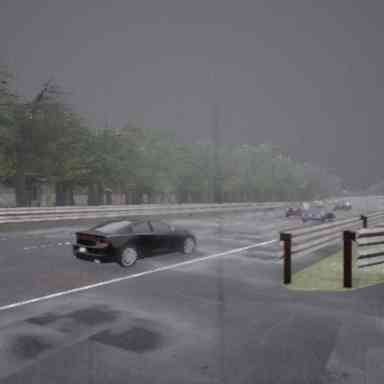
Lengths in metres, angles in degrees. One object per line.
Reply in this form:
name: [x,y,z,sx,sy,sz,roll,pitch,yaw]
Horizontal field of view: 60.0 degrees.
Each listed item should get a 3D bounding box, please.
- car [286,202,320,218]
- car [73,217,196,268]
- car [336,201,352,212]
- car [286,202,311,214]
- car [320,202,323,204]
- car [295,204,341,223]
car: [11.951,1.917,36.319,2.097,1.767,4.553,0,-1,36]
car: [-1.835,1.654,12.163,1.882,1.535,5.008,0,-1,38]
car: [24.948,2.287,54.868,2.097,1.767,4.553,0,-1,34]
car: [15.047,2.195,46.843,1.882,1.535,5.008,0,-1,35]
car: [20.772,2.377,55.103,2.128,1.511,4.902,0,-1,34]
car: [11.325,2.038,29.652,2.033,1.411,5.357,0,-1,36]
